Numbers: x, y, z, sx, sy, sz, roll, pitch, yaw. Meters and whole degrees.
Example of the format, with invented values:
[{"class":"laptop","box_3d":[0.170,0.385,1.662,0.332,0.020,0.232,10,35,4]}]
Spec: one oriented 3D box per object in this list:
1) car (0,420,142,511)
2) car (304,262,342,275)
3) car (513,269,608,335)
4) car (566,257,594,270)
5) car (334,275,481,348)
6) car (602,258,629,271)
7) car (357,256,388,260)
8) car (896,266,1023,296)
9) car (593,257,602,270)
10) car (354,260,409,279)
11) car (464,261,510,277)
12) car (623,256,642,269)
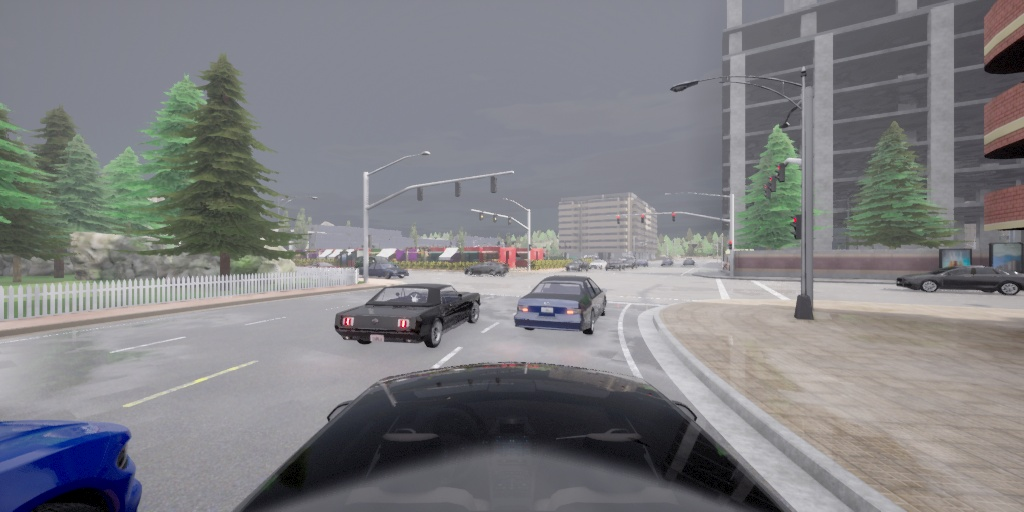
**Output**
[{"class":"car","box_3d":[-3.214,1.228,0.137,1.882,1.535,5.008,0,0,-2]},{"class":"car","box_3d":[-20.056,1.331,37.922,4.674,1.442,1.812,0,0,30]},{"class":"car","box_3d":[1.679,1.297,10.673,2.033,1.411,5.357,0,0,20]},{"class":"car","box_3d":[8.528,1.241,46.358,2.128,1.511,4.902,0,0,30]},{"class":"car","box_3d":[-2.256,1.351,9.317,1.895,1.301,4.718,0,0,11]},{"class":"car","box_3d":[14.274,1.314,49.342,1.994,1.385,4.181,0,0,30]},{"class":"car","box_3d":[-14.661,1.027,38.837,5.566,2.045,2.150,0,0,30]},{"class":"car","box_3d":[25.042,1.310,20.059,4.892,1.490,1.837,0,0,30]},{"class":"car","box_3d":[13.104,1.276,54.366,1.812,1.442,4.674,0,0,30]},{"class":"car","box_3d":[-12.023,1.353,33.242,5.357,1.411,2.033,0,0,31]},{"class":"car","box_3d":[-2.574,1.287,36.093,4.902,1.511,2.128,-1,0,30]},{"class":"car","box_3d":[18.705,1.241,57.086,2.128,1.511,4.902,0,0,30]}]
